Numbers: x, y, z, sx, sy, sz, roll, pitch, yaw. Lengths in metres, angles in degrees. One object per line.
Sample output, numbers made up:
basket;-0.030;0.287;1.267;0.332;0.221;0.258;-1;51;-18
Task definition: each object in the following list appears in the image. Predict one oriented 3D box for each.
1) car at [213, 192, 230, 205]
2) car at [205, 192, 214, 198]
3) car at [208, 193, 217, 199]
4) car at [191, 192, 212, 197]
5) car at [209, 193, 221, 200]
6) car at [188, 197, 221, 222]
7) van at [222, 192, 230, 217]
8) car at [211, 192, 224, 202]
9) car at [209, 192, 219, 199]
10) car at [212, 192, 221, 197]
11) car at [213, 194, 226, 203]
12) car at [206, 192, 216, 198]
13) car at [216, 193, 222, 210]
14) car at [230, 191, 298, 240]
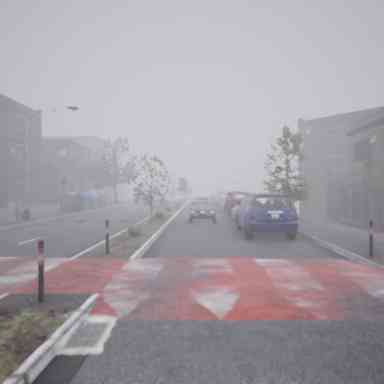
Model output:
car;4.314;0.887;49.074;2.185;1.767;4.553;0;0;2
car;4.813;0.767;93.312;2.185;1.767;4.553;0;0;-2
car;5.093;0.918;82.244;2.002;1.452;4.674;0;0;0
car;1.197;1.100;40.986;1.837;1.490;4.892;0;1;2
car;4.914;0.893;71.178;2.231;1.521;4.892;0;0;2
car;0.721;1.289;23.408;2.033;1.411;5.357;0;1;2
van;3.719;0.949;27.147;1.878;1.987;4.442;0;1;2
car;4.617;0.825;60.240;2.185;1.767;4.553;0;0;2
car;5.055;0.877;76.696;2.231;1.521;4.892;0;0;1
car;4.164;0.922;43.556;2.185;1.767;4.553;0;0;2
car;4.468;1.021;54.749;2.002;1.452;4.674;0;0;2
car;5.012;0.885;87.792;2.097;1.535;5.008;0;0;-1
car;3.867;1.129;32.544;2.231;1.521;4.892;0;0;2
car;3.418;1.037;16.020;2.435;2.045;5.566;0;1;2
